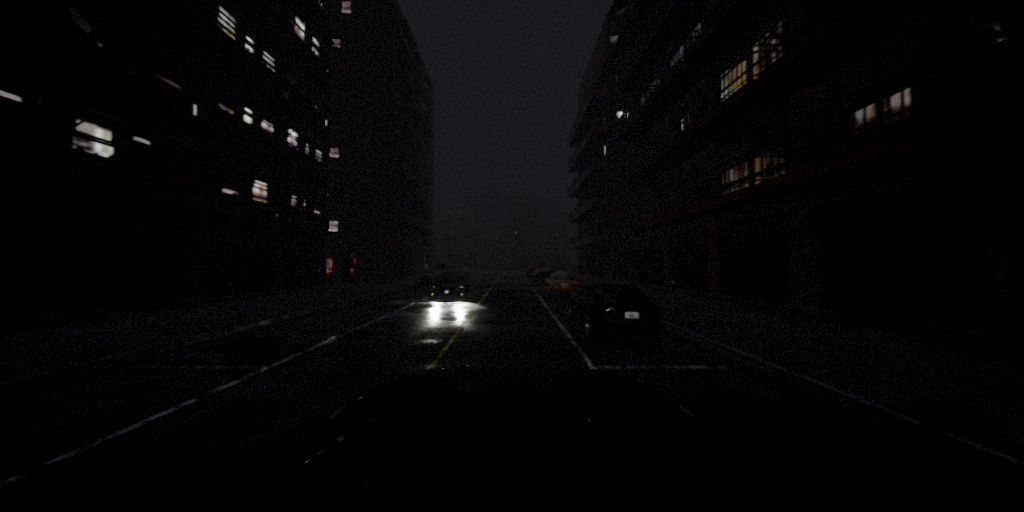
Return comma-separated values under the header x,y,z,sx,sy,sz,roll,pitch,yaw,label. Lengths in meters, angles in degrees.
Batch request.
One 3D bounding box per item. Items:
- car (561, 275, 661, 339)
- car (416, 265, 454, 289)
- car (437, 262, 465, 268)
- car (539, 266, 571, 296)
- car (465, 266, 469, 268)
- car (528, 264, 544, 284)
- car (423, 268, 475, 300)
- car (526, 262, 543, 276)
x,y,z,sx,sy,sz,roll,pitch,yaw,label
2.756,1.429,10.345,1.948,1.339,4.313,0,0,0,car
-5.842,1.625,26.431,2.007,1.370,4.403,0,0,0,car
-5.848,1.462,31.998,2.192,1.841,5.009,0,0,0,car
2.810,1.526,21.009,1.751,1.417,4.829,0,0,0,car
-5.854,1.787,37.567,1.948,1.339,4.313,0,0,0,car
2.800,1.697,31.975,2.007,1.370,4.403,0,0,0,car
-3.116,1.543,19.180,1.994,1.385,4.181,0,-1,0,car
2.789,1.609,43.109,2.192,1.841,5.009,0,0,0,car
